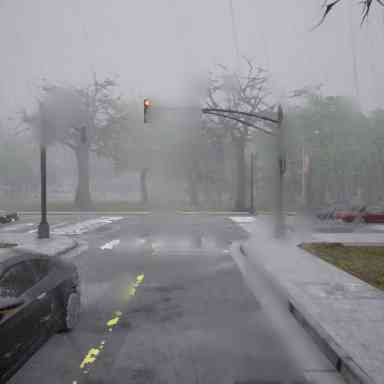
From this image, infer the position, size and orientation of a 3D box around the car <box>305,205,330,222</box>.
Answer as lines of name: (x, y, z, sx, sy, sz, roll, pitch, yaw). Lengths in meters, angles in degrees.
car: (11.821, 1.564, 26.311, 5.357, 1.411, 2.033, 0, 0, 0)

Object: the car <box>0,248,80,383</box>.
car: (-2.828, 1.526, 4.075, 1.812, 1.442, 4.674, 0, 0, 0)

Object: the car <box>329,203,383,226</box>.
car: (12.381, 1.622, 22.860, 4.718, 1.301, 1.895, 0, 0, 0)

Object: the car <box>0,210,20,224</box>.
car: (-14.880, 1.534, 22.900, 5.357, 1.411, 2.033, 0, 0, 3)
